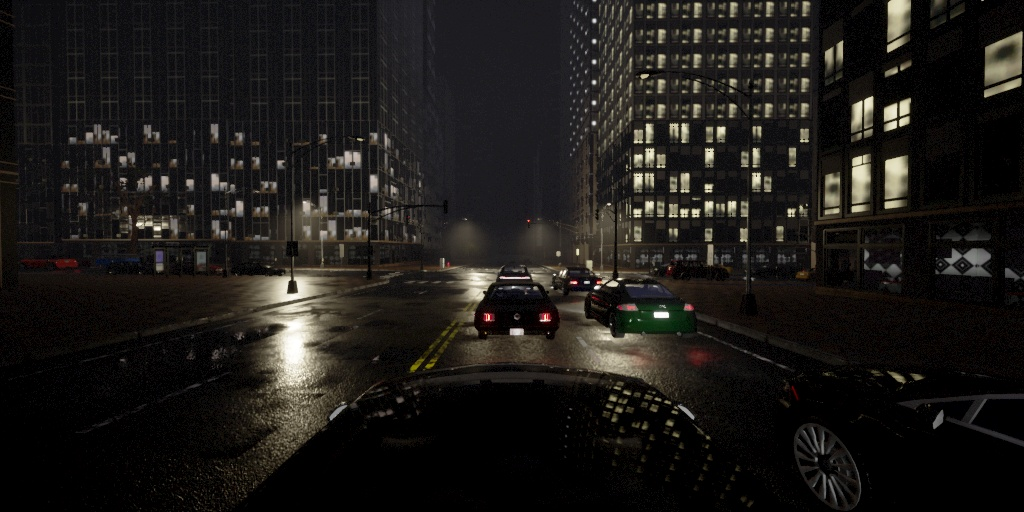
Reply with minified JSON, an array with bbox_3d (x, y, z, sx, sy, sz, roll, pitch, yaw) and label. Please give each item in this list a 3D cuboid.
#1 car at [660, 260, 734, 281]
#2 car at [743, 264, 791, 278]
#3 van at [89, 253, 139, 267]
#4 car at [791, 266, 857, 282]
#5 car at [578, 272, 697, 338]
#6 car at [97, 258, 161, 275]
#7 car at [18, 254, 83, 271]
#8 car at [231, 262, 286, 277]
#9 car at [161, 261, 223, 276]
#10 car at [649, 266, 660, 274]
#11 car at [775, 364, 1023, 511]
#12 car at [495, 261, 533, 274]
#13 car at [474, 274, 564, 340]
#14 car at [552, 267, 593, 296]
[{"bbox_3d":[16.236,1.269,31.529,5.009,1.841,2.192,0,0,1],"label":"car"},{"bbox_3d":[27.134,1.503,37.103,5.357,1.411,2.033,0,1,1],"label":"car"},{"bbox_3d":[-45.230,0.605,41.118,3.998,1.789,1.690,0,0,1],"label":"van"},{"bbox_3d":[27.684,1.578,31.314,4.829,1.417,1.751,0,0,1],"label":"car"},{"bbox_3d":[3.369,1.310,10.167,1.994,1.385,4.181,0,0,-1],"label":"car"},{"bbox_3d":[-34.053,1.069,32.440,4.313,1.339,1.948,0,0,1],"label":"car"},{"bbox_3d":[-49.993,0.615,38.616,4.553,1.767,2.097,1,1,1],"label":"car"},{"bbox_3d":[-22.688,1.173,32.117,4.313,1.339,1.948,0,0,1],"label":"car"},{"bbox_3d":[-28.372,1.138,32.258,4.207,1.307,1.802,0,0,1],"label":"car"},{"bbox_3d":[16.493,1.426,37.303,4.181,1.385,1.994,1,1,1],"label":"car"},{"bbox_3d":[3.339,1.242,1.337,2.128,1.511,4.902,0,0,0],"label":"car"},{"bbox_3d":[0.124,1.232,19.197,2.128,1.511,4.902,0,0,0],"label":"car"},{"bbox_3d":[0.110,1.347,9.941,1.895,1.301,4.718,0,0,0],"label":"car"},{"bbox_3d":[3.409,1.288,19.396,2.033,1.411,5.357,0,0,-3],"label":"car"}]
